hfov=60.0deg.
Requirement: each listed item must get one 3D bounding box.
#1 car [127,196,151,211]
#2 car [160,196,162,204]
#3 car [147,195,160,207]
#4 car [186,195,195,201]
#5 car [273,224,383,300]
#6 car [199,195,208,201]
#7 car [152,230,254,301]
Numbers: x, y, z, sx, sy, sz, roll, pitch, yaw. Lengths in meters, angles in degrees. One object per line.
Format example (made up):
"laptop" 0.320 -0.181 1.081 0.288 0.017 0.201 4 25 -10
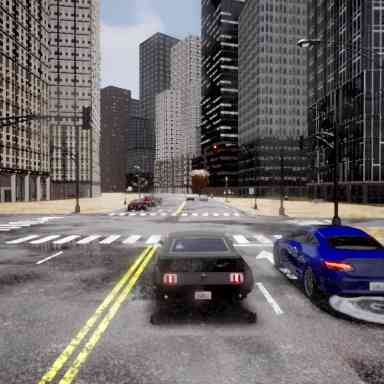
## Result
"car" -6.535 1.530 40.350 1.994 1.385 4.181 0 0 0
"car" -6.502 1.416 60.890 2.128 1.511 4.902 0 0 0
"car" -6.520 1.299 50.599 2.097 1.767 4.553 0 0 0
"car" -0.427 1.469 80.443 1.895 1.301 4.718 0 0 -4
"car" 3.354 1.523 8.254 1.812 1.442 4.674 0 0 1
"car" 2.822 1.396 80.556 1.812 1.442 4.674 0 0 -4
"car" 0.111 1.598 8.286 1.895 1.301 4.718 0 0 -3
